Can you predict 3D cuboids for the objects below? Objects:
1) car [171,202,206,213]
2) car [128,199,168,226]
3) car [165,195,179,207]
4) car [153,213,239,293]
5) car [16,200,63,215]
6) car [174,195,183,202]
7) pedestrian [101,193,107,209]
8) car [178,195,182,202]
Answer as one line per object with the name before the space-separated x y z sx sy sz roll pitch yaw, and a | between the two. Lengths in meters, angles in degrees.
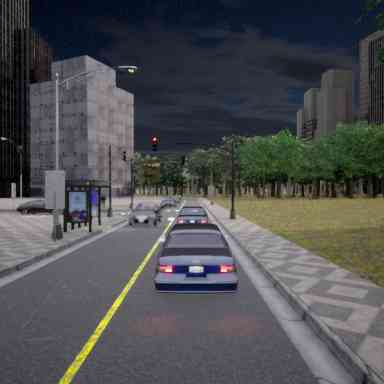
car | 0.058 1.538 19.287 2.033 1.411 5.357 0 0 1
car | -3.122 1.478 22.960 2.128 1.511 4.902 0 0 0
car | -3.143 1.519 45.377 1.994 1.385 4.181 0 0 0
car | 0.084 1.545 8.952 2.033 1.411 5.357 0 0 0
car | -14.381 1.477 32.032 4.674 1.442 1.812 0 0 2
car | -3.127 1.397 75.509 1.837 1.490 4.892 0 0 0
pedestrian | -10.122 1.051 38.143 0.375 1.860 0.375 0 0 1
car | -3.138 1.424 60.812 2.128 1.511 4.902 0 0 0
